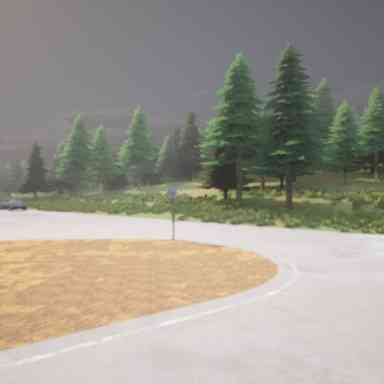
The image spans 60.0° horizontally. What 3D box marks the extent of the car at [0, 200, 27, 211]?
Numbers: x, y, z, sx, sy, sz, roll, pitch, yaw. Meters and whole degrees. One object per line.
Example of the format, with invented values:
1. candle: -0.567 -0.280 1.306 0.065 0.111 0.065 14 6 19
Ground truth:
1. car: -22.699 1.633 42.086 4.181 1.385 1.994 0 0 39
